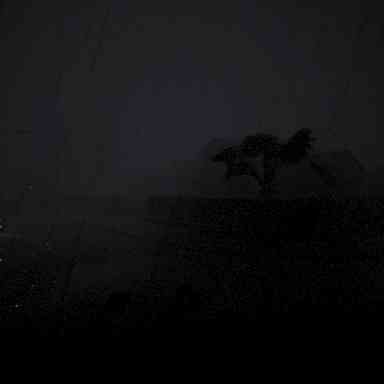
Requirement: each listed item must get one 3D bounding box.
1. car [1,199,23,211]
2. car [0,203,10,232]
[{"bbox_3d":[-21.809,1.571,40.135,1.812,1.442,4.674,1,0,-36],"label":"car"},{"bbox_3d":[-12.206,1.574,19.430,1.994,1.385,4.181,1,0,-35],"label":"car"}]
